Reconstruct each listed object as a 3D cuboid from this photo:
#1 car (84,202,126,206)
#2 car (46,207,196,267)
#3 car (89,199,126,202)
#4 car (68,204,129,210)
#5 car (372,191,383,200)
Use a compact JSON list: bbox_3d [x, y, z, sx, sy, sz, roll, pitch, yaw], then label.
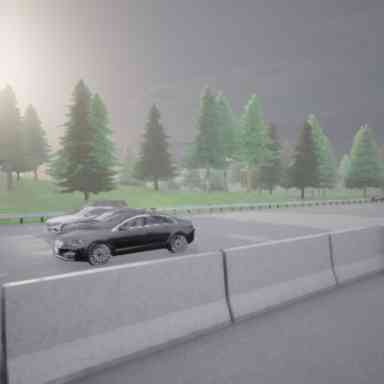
[{"bbox_3d":[-5.309,1.475,17.811,4.674,1.442,1.812,-1,0,-38],"label":"car"},{"bbox_3d":[-2.112,1.448,11.431,4.902,1.511,2.128,-1,0,-38],"label":"car"},{"bbox_3d":[-6.132,1.288,21.600,4.553,1.767,2.097,-1,0,-38],"label":"car"},{"bbox_3d":[-3.342,1.474,14.907,4.674,1.442,1.812,-1,0,-38],"label":"car"},{"bbox_3d":[26.719,0.651,45.806,4.892,1.490,1.837,-1,0,-33],"label":"car"}]
